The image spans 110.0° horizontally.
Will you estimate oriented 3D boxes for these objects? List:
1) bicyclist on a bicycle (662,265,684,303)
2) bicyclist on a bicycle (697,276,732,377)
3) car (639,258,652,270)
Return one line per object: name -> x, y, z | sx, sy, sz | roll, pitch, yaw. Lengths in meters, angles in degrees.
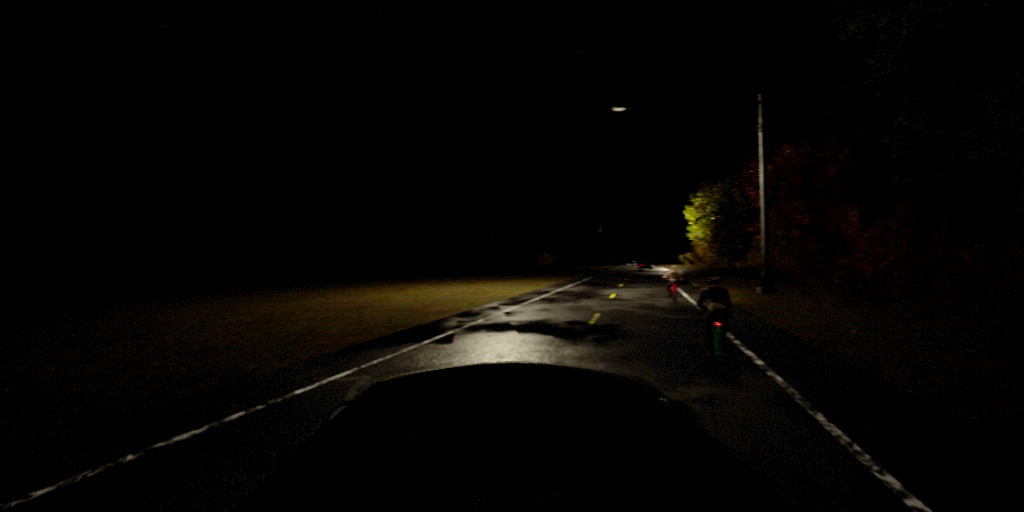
bicyclist on a bicycle -> 7.029, 1.195, 15.605 | 0.866, 1.612, 1.509 | -1, -1, 20
bicyclist on a bicycle -> 3.612, 1.183, 6.374 | 0.582, 1.620, 1.656 | -1, -1, 20
car -> 20.818, 1.453, 55.870 | 2.033, 1.411, 5.357 | -1, -1, 20
